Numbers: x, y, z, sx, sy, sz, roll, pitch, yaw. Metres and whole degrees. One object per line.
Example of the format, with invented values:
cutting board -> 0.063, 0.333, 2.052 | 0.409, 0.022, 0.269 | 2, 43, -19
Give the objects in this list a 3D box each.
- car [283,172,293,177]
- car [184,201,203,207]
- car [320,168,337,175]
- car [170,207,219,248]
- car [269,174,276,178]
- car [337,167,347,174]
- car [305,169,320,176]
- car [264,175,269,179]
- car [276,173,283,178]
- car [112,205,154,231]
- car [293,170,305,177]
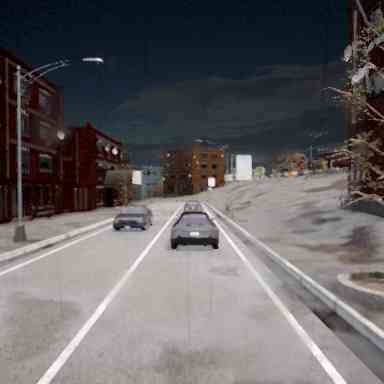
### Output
car -> 22.465, -3.735, 72.826 | 2.097, 1.535, 5.008 | 0, 1, -4
car -> 0.108, 1.555, 33.147 | 2.033, 1.411, 5.357 | 0, 0, 0
car -> 24.252, -3.397, 56.156 | 2.002, 1.452, 4.674 | 0, 1, -7
car -> 0.105, 1.568, 14.724 | 1.994, 1.385, 4.181 | 0, 0, 0
car -> 21.882, -3.927, 83.905 | 2.231, 1.521, 4.892 | 0, 1, -1
car -> 25.055, -3.339, 50.794 | 2.231, 1.521, 4.892 | 0, 1, -9
car -> 23.551, -3.506, 61.629 | 2.163, 1.488, 4.792 | 0, 1, -6
car -> 21.755, -4.003, 89.423 | 2.231, 1.521, 4.892 | 0, 1, -1
car -> 22.114, -3.794, 78.363 | 2.002, 1.452, 4.674 | 0, 1, -2
car -> -3.513, 1.553, 20.901 | 2.033, 1.411, 5.357 | 0, 0, 0
car -> 22.932, -3.762, 67.320 | 2.185, 1.767, 4.553 | 0, 1, -5
